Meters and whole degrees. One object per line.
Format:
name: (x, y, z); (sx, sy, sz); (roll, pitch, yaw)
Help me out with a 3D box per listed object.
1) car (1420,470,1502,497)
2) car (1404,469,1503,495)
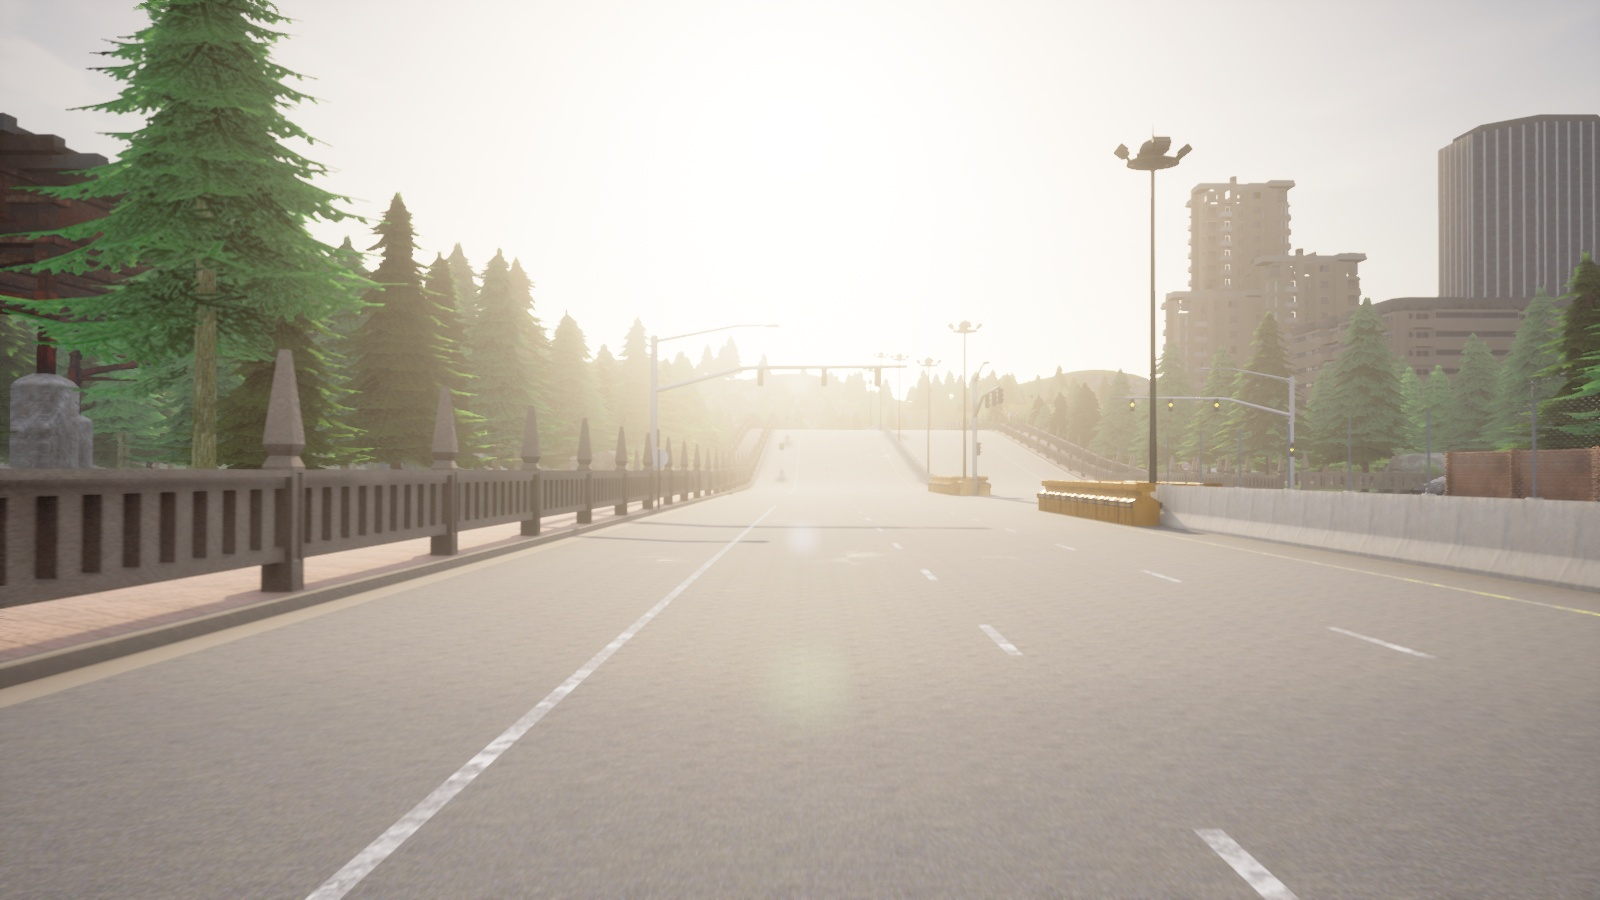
car: (37.616, 1.877, 71.529); (3.633, 1.501, 1.845); (0, -1, 0)
car: (38.989, 1.916, 75.018); (4.792, 1.488, 2.163); (0, -1, 0)
